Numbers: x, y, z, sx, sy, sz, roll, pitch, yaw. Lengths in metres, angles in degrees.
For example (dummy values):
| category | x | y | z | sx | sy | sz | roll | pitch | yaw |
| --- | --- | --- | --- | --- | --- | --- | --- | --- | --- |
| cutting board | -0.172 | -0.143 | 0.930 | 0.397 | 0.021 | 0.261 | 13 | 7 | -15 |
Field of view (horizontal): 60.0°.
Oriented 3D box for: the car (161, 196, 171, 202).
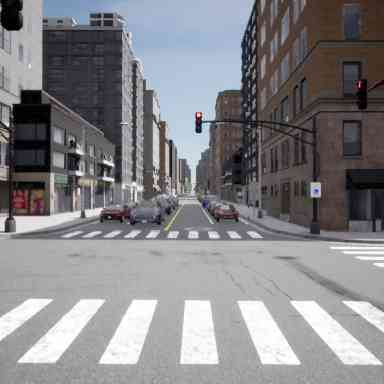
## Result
| category | x | y | z | sx | sy | sz | roll | pitch | yaw |
| --- | --- | --- | --- | --- | --- | --- | --- | --- | --- |
| car | -5.983 | 1.582 | 77.038 | 2.008 | 1.369 | 4.403 | 1 | 0 | 0 |

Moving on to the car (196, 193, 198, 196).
| category | x | y | z | sx | sy | sz | roll | pitch | yaw |
| --- | --- | --- | --- | --- | --- | --- | --- | --- | --- |
| car | 2.535 | 1.350 | 82.722 | 2.192 | 1.841 | 5.009 | 1 | 0 | 0 |

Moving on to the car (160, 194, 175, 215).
| category | x | y | z | sx | sy | sz | roll | pitch | yaw |
| --- | --- | --- | --- | --- | --- | --- | --- | --- | --- |
| car | -3.156 | 1.361 | 33.900 | 2.097 | 1.767 | 4.553 | 0 | 0 | 0 |

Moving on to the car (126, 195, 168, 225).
| category | x | y | z | sx | sy | sz | roll | pitch | yaw |
| --- | --- | --- | --- | --- | --- | --- | --- | --- | --- |
| car | -3.138 | 1.358 | 24.079 | 2.097 | 1.767 | 4.553 | 0 | 0 | 0 |

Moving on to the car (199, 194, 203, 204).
| category | x | y | z | sx | sy | sz | roll | pitch | yaw |
| --- | --- | --- | --- | --- | --- | --- | --- | --- | --- |
| car | 2.595 | 1.330 | 48.681 | 2.192 | 1.841 | 5.009 | 1 | 0 | 0 |

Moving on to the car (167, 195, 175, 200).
| category | x | y | z | sx | sy | sz | roll | pitch | yaw |
| --- | --- | --- | --- | --- | --- | --- | --- | --- | --- |
| car | -6.012 | 1.586 | 94.056 | 1.887 | 1.381 | 4.507 | 1 | 0 | 0 |

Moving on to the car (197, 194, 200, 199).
| category | x | y | z | sx | sy | sz | roll | pitch | yaw |
| --- | --- | --- | --- | --- | --- | --- | --- | --- | --- |
| car | 2.552 | 1.594 | 71.374 | 1.947 | 1.339 | 4.313 | 1 | 0 | 0 |

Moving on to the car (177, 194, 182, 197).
| category | x | y | z | sx | sy | sz | roll | pitch | yaw |
| --- | --- | --- | --- | --- | --- | --- | --- | --- | --- |
| car | -3.146 | 1.509 | 54.077 | 2.128 | 1.511 | 4.902 | 0 | 0 | 0 |

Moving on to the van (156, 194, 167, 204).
| category | x | y | z | sx | sy | sz | roll | pitch | yaw |
| --- | --- | --- | --- | --- | --- | --- | --- | --- | --- |
| van | -5.961 | 1.366 | 65.692 | 1.690 | 1.788 | 3.998 | 1 | 0 | 0 |

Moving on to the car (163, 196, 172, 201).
| category | x | y | z | sx | sy | sz | roll | pitch | yaw |
| --- | --- | --- | --- | --- | --- | --- | --- | --- | --- |
| car | -5.993 | 1.601 | 82.711 | 1.947 | 1.339 | 4.313 | 1 | 0 | 0 |

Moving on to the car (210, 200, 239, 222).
| category | x | y | z | sx | sy | sz | roll | pitch | yaw |
| --- | --- | --- | --- | --- | --- | --- | --- | --- | --- |
| car | 2.631 | 1.588 | 25.988 | 1.802 | 1.307 | 4.206 | 1 | 0 | 0 |

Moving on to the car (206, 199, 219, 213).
| category | x | y | z | sx | sy | sz | roll | pitch | yaw |
| --- | --- | --- | --- | --- | --- | --- | --- | --- | --- |
| car | 2.621 | 1.590 | 31.661 | 1.802 | 1.307 | 4.206 | 1 | 0 | 0 |

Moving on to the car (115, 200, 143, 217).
| category | x | y | z | sx | sy | sz | roll | pitch | yaw |
| --- | --- | --- | --- | --- | --- | --- | --- | --- | --- |
| car | -5.904 | 1.552 | 31.655 | 1.887 | 1.381 | 4.507 | 1 | 0 | 0 |

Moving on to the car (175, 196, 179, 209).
| category | x | y | z | sx | sy | sz | roll | pitch | yaw |
| --- | --- | --- | --- | --- | --- | --- | --- | --- | --- |
| car | -3.159 | 1.576 | 43.844 | 1.994 | 1.385 | 4.181 | 0 | 0 | 1 |

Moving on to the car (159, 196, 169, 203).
| category | x | y | z | sx | sy | sz | roll | pitch | yaw |
| --- | --- | --- | --- | --- | --- | --- | --- | --- | --- |
| car | -5.973 | 1.610 | 71.365 | 1.802 | 1.307 | 4.206 | 1 | 0 | 0 |

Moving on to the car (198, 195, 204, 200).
| category | x | y | z | sx | sy | sz | roll | pitch | yaw |
| --- | --- | --- | --- | --- | --- | --- | --- | --- | --- |
| car | 2.514 | 1.566 | 94.238 | 1.752 | 1.417 | 4.829 | 1 | 0 | 0 |

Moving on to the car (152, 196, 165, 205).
| category | x | y | z | sx | sy | sz | roll | pitch | yaw |
| --- | --- | --- | --- | --- | --- | --- | --- | --- | --- |
| car | -5.952 | 1.461 | 60.019 | 1.967 | 1.590 | 4.097 | 1 | 0 | 0 |

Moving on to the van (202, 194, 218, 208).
| category | x | y | z | sx | sy | sz | roll | pitch | yaw |
| --- | --- | --- | --- | --- | --- | --- | --- | --- | --- |
| van | 2.604 | 1.353 | 43.008 | 1.690 | 1.788 | 3.998 | 1 | 0 | 0 |

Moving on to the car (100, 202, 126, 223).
| category | x | y | z | sx | sy | sz | roll | pitch | yaw |
| --- | --- | --- | --- | --- | --- | --- | --- | --- | --- |
| car | -5.894 | 1.551 | 25.982 | 1.887 | 1.381 | 4.507 | 1 | 0 | 0 |

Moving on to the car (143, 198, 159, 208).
| category | x | y | z | sx | sy | sz | roll | pitch | yaw |
| --- | --- | --- | --- | --- | --- | --- | --- | --- | --- |
| car | -5.934 | 1.597 | 48.674 | 1.802 | 1.307 | 4.206 | 1 | 0 | 0 |

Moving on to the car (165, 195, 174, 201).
| category | x | y | z | sx | sy | sz | roll | pitch | yaw |
| --- | --- | --- | --- | --- | --- | --- | --- | --- | --- |
| car | -6.003 | 1.604 | 88.384 | 1.947 | 1.339 | 4.313 | 1 | 0 | 0 |

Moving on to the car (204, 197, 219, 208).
| category | x | y | z | sx | sy | sz | roll | pitch | yaw |
| --- | --- | --- | --- | --- | --- | --- | --- | --- | --- |
| car | 2.611 | 1.592 | 37.335 | 1.802 | 1.307 | 4.206 | 1 | 0 | 0 |
